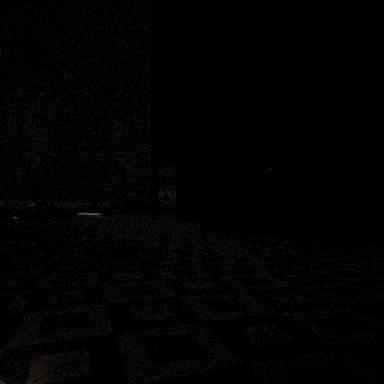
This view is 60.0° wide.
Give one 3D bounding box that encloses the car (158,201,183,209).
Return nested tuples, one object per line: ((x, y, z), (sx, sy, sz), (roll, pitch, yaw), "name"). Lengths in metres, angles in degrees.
((-3.747, 2.305, 58.739), (2.008, 1.369, 4.403), (-1, -2, 35), "car")

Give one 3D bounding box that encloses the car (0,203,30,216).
((-20.128, 1.842, 35.765), (2.008, 1.369, 4.403), (-1, -1, 35), "car")

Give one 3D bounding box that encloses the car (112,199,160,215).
((-6.640, 1.791, 40.006), (2.192, 1.841, 5.009), (-1, -2, 35), "car")

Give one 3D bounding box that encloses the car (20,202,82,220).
((-13.094, 1.824, 30.948), (1.752, 1.417, 4.829), (-1, -2, 35), "car")

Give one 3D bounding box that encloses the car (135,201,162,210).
((-7.024, 2.210, 54.144), (2.008, 1.369, 4.403), (-1, -2, 35), "car")

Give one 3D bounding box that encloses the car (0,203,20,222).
((-16.468, 1.774, 26.214), (1.947, 1.339, 4.313), (-1, -2, 35), "car")

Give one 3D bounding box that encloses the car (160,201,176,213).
((-3.363, 2.114, 44.595), (1.887, 1.381, 4.507), (-1, -2, 35), "car")

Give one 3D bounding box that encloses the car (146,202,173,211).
((-5.071, 2.217, 52.198), (1.994, 1.385, 4.181), (0, -1, 37), "car")

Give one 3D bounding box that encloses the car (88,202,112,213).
((-10.929, 2.012, 44.045), (1.812, 1.442, 4.674), (0, -1, 35), "car")

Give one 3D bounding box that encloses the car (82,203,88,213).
((-13.576, 2.016, 44.955), (1.887, 1.381, 4.507), (-1, -2, 35), "car")

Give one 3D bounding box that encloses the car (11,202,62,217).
((-16.714, 1.852, 35.949), (1.812, 1.442, 4.674), (0, -1, 36), "car")
